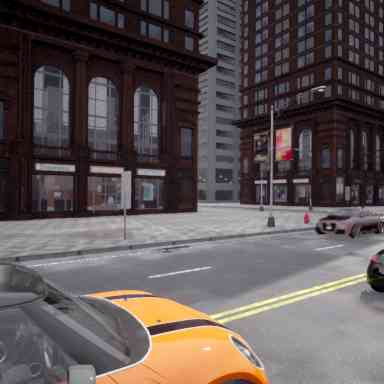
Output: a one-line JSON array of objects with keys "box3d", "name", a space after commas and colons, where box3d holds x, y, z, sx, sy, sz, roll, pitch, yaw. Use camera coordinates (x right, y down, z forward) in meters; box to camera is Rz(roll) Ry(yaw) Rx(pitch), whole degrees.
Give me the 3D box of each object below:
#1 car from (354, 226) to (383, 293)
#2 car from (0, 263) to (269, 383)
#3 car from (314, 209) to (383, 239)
[{"box3d": [5.903, 1.576, 7.670, 4.181, 1.385, 1.994, 0, 0, -35], "name": "car"}, {"box3d": [-1.525, 1.352, 2.351, 4.553, 1.767, 2.097, 0, 0, -36], "name": "car"}, {"box3d": [8.431, 1.599, 17.706, 4.181, 1.385, 1.994, 0, 0, -36], "name": "car"}]
